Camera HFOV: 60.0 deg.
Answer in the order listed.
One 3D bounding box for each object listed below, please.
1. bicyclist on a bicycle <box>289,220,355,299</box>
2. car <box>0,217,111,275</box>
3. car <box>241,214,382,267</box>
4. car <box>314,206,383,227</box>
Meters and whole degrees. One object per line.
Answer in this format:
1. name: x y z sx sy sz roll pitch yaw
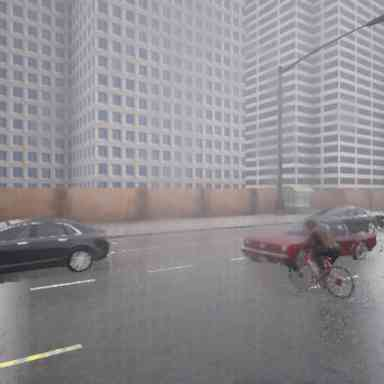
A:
1. bicyclist on a bicycle: 2.801 1.455 7.376 0.582 1.620 1.656 0 -2 -34
2. car: -4.746 1.505 9.191 4.892 1.490 1.837 0 0 -34
3. car: 3.857 1.601 10.736 4.718 1.301 1.895 0 0 -34
4. car: 7.843 1.507 17.594 4.892 1.490 1.837 1 0 -34
